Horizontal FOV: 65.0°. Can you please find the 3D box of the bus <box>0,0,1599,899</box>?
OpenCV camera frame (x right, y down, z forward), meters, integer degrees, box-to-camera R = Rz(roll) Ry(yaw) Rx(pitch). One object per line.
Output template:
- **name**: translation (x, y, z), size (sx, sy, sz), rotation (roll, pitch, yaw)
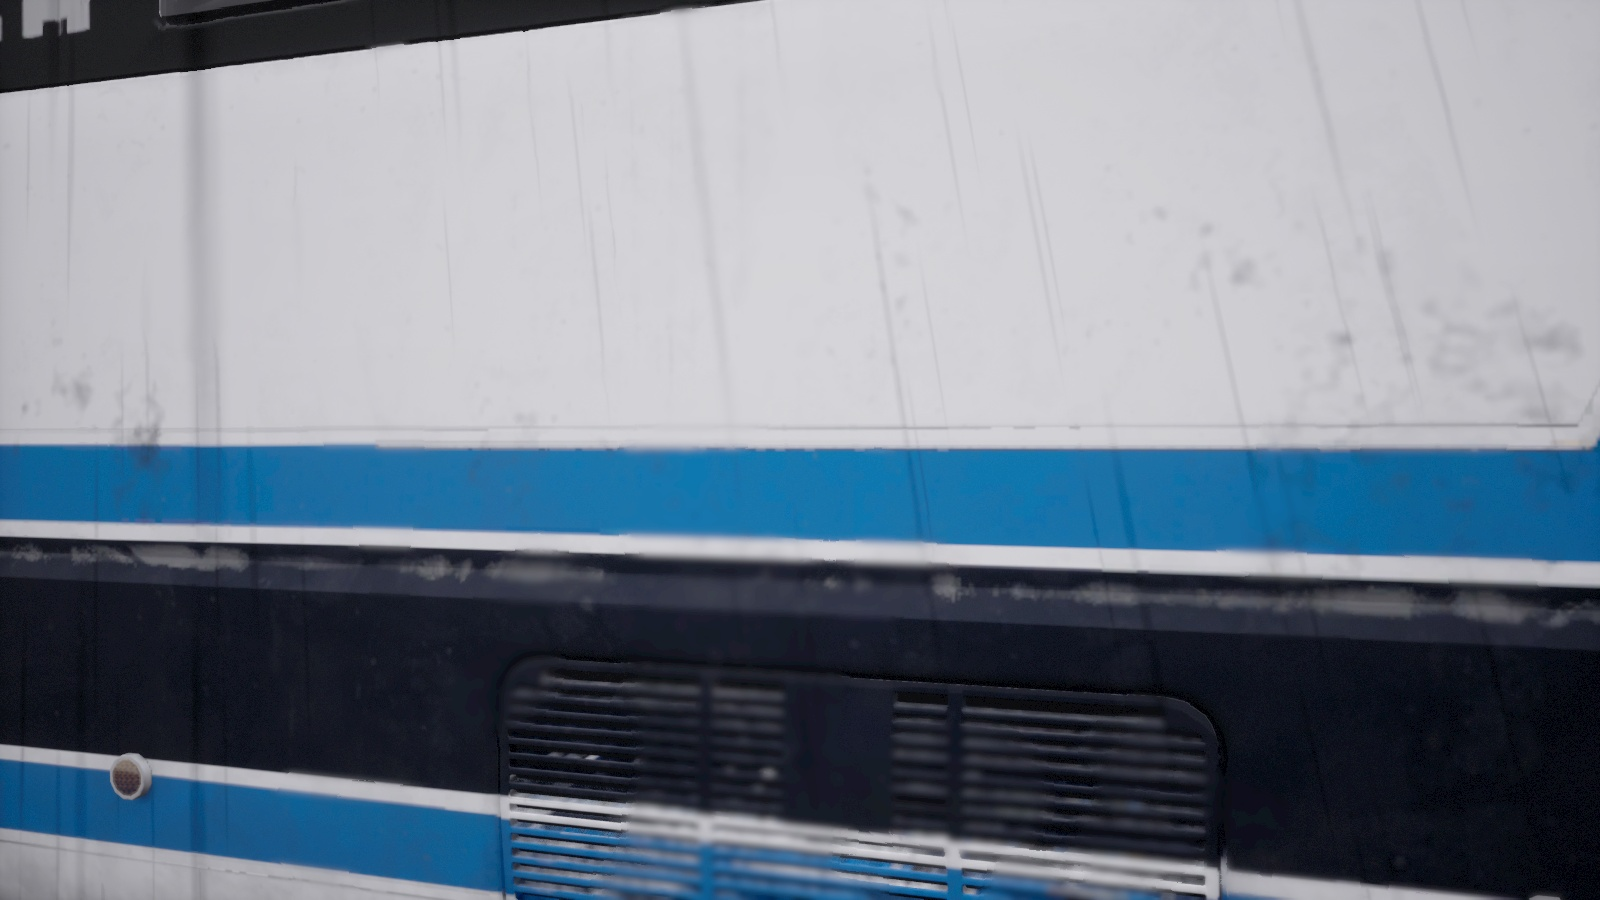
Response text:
- **bus**: translation (-0.127, -0.610, 3.748), size (10.273, 4.253, 3.944), rotation (1, 1, 19)
